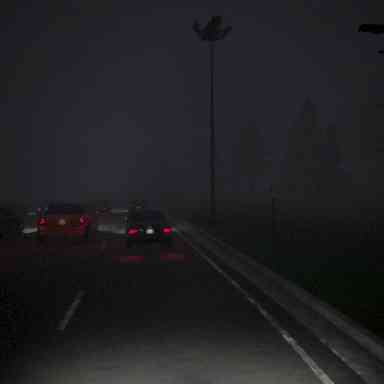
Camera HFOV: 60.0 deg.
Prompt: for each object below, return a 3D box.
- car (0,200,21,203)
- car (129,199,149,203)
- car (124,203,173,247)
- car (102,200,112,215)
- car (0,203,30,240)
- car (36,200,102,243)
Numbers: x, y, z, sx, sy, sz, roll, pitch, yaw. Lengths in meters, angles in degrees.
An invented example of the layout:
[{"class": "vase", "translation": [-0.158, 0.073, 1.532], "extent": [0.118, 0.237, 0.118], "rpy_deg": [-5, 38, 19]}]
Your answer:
[{"class": "car", "translation": [-14.949, 1.383, 27.296], "extent": [2.033, 1.411, 5.357], "rpy_deg": [0, 0, -10]}, {"class": "car", "translation": [-5.020, 1.332, 31.487], "extent": [1.994, 1.385, 4.181], "rpy_deg": [0, 1, -10]}, {"class": "car", "translation": [-1.930, 1.439, 14.418], "extent": [2.033, 1.411, 5.357], "rpy_deg": [0, 0, -10]}, {"class": "car", "translation": [-8.329, 1.391, 30.080], "extent": [1.895, 1.301, 4.718], "rpy_deg": [0, 0, -10]}, {"class": "car", "translation": [-9.116, 1.415, 14.901], "extent": [1.837, 1.490, 4.892], "rpy_deg": [0, 0, -10]}, {"class": "car", "translation": [-5.726, 1.245, 15.839], "extent": [2.097, 1.767, 4.553], "rpy_deg": [0, 0, -10]}]
